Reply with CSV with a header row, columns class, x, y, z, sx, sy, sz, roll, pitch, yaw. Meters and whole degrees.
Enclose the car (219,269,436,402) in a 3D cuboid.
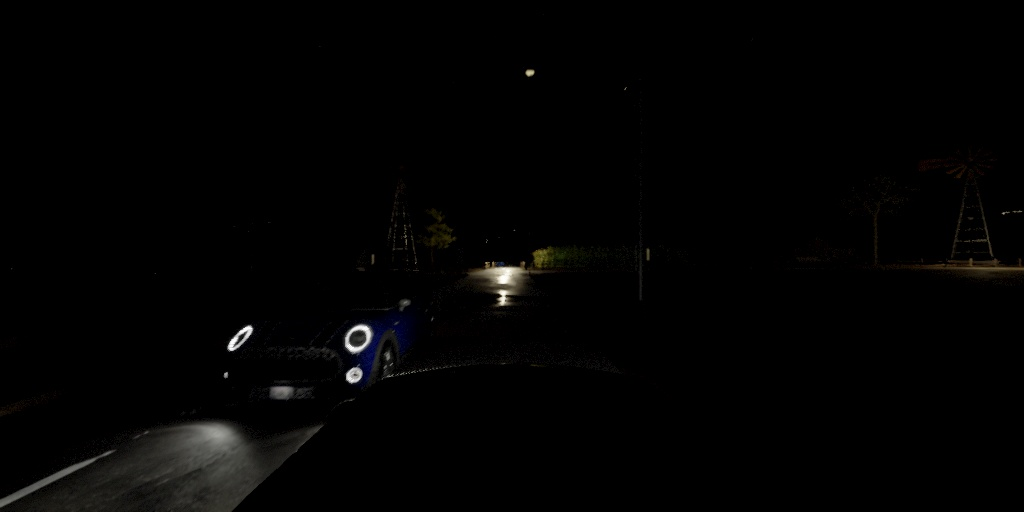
class,x,y,z,sx,sy,sz,roll,pitch,yaw
car,-2.851,1.103,6.680,2.097,1.767,4.553,0,0,0
